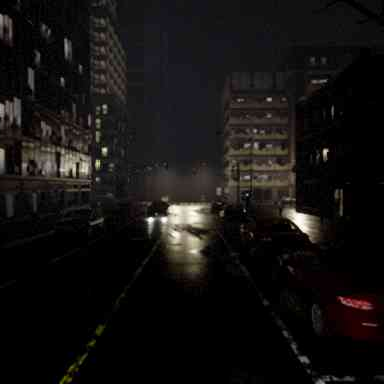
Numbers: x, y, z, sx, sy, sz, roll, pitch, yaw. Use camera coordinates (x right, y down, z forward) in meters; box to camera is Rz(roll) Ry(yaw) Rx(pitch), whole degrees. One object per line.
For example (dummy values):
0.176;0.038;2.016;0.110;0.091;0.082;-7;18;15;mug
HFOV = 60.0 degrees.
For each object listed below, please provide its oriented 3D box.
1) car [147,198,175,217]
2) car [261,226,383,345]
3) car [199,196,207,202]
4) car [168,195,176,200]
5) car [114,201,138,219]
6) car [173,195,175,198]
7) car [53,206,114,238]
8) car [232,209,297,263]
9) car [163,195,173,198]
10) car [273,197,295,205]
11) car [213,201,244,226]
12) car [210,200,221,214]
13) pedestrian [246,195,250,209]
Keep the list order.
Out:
-3.077;1.535;31.580;2.033;1.411;5.357;0;0;0;car
2.713;1.579;6.239;1.802;1.307;4.206;-1;0;0;car
2.686;1.527;78.070;2.008;1.369;4.403;-1;0;0;car
-5.692;1.518;95.034;1.887;1.381;4.507;-1;0;0;car
-5.829;1.533;28.875;1.887;1.381;4.507;-1;0;0;car
-5.694;1.541;78.071;1.947;1.339;4.313;-1;0;0;car
-5.803;1.543;17.585;2.008;1.369;4.403;-1;0;0;car
2.747;1.540;11.884;1.887;1.381;4.507;-1;0;0;car
-5.695;1.502;72.247;1.752;1.417;4.829;-1;0;0;car
16.320;1.613;57.593;4.403;1.369;2.008;0;0;1;car
2.810;1.541;23.172;2.008;1.369;4.403;-1;0;0;car
2.811;1.512;34.631;1.752;1.417;4.829;-1;0;0;car
7.140;1.293;42.784;0.375;1.860;0.375;-1;1;0;pedestrian
